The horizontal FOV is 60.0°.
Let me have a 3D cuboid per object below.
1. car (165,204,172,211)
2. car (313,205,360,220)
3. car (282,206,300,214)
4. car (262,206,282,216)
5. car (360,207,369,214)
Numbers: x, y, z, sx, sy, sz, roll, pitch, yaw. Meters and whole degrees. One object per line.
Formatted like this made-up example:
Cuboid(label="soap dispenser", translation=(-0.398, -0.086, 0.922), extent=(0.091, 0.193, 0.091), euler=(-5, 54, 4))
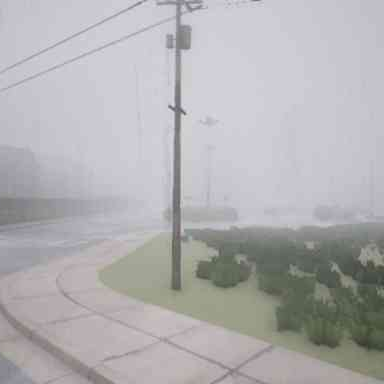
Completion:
Cuboid(label="car", translation=(-4.069, 3.067, 65.243), extent=(2.128, 1.511, 4.902), euler=(0, -1, 4))
Cuboid(label="car", translation=(16.735, 2.462, 39.154), extent=(4.605, 1.855, 1.932), euler=(0, -1, 3))
Cuboid(label="car", translation=(17.786, 3.227, 61.597), extent=(3.905, 1.438, 1.784), euler=(0, -1, 3))
Cuboid(label="car", translation=(12.518, 2.956, 53.260), extent=(1.837, 1.490, 4.892), euler=(0, -1, 3))
Cuboid(label="car", translation=(30.697, 3.353, 62.080), extent=(4.193, 1.474, 1.816), euler=(0, -1, 3))
